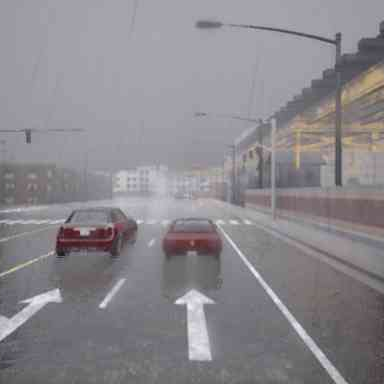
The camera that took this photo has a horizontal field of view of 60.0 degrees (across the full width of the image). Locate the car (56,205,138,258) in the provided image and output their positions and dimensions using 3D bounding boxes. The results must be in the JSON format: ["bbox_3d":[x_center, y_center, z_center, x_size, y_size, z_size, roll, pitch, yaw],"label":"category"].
[{"bbox_3d":[-3.458,1.344,12.920,2.097,1.767,4.553,0,0,1],"label":"car"}]

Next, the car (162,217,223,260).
[{"bbox_3d":[0.036,1.594,12.402,1.895,1.301,4.718,0,0,1],"label":"car"}]

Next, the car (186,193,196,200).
[{"bbox_3d":[-0.055,1.538,94.289,1.895,1.301,4.718,0,0,-3],"label":"car"}]

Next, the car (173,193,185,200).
[{"bbox_3d":[-3.542,1.540,93.166,1.895,1.301,4.718,0,0,-3],"label":"car"}]
